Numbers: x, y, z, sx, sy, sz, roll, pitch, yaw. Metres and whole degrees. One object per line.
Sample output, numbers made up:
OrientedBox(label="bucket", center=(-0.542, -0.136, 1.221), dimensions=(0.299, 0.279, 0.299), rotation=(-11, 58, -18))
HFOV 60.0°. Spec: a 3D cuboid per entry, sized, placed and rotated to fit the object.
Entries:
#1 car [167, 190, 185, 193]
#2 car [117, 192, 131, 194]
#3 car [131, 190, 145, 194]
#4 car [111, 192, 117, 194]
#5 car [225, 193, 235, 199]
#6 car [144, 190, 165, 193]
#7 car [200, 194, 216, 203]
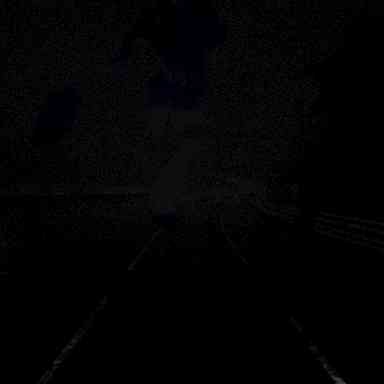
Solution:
OrientedBox(label="car", center=(-4.458, 0.728, 94.490), dimensions=(2.033, 1.411, 5.357), rotation=(1, 0, 16))
OrientedBox(label="car", center=(-15.581, 0.718, 81.225), dimensions=(2.128, 1.511, 4.902), rotation=(1, 0, 16))
OrientedBox(label="car", center=(-12.219, 0.753, 80.253), dimensions=(1.812, 1.442, 4.674), rotation=(1, 0, 16))
OrientedBox(label="car", center=(-18.943, 0.709, 82.198), dimensions=(1.994, 1.385, 4.181), rotation=(1, 0, 16))
OrientedBox(label="car", center=(8.831, 0.953, 77.451), dimensions=(1.812, 1.442, 4.674), rotation=(1, 0, 16))
OrientedBox(label="car", center=(-8.856, 0.742, 79.281), dimensions=(1.882, 1.535, 5.008), rotation=(1, 0, 16))
OrientedBox(label="car", center=(2.702, 1.083, 56.265), dimensions=(2.033, 1.411, 5.357), rotation=(1, 0, 16))
